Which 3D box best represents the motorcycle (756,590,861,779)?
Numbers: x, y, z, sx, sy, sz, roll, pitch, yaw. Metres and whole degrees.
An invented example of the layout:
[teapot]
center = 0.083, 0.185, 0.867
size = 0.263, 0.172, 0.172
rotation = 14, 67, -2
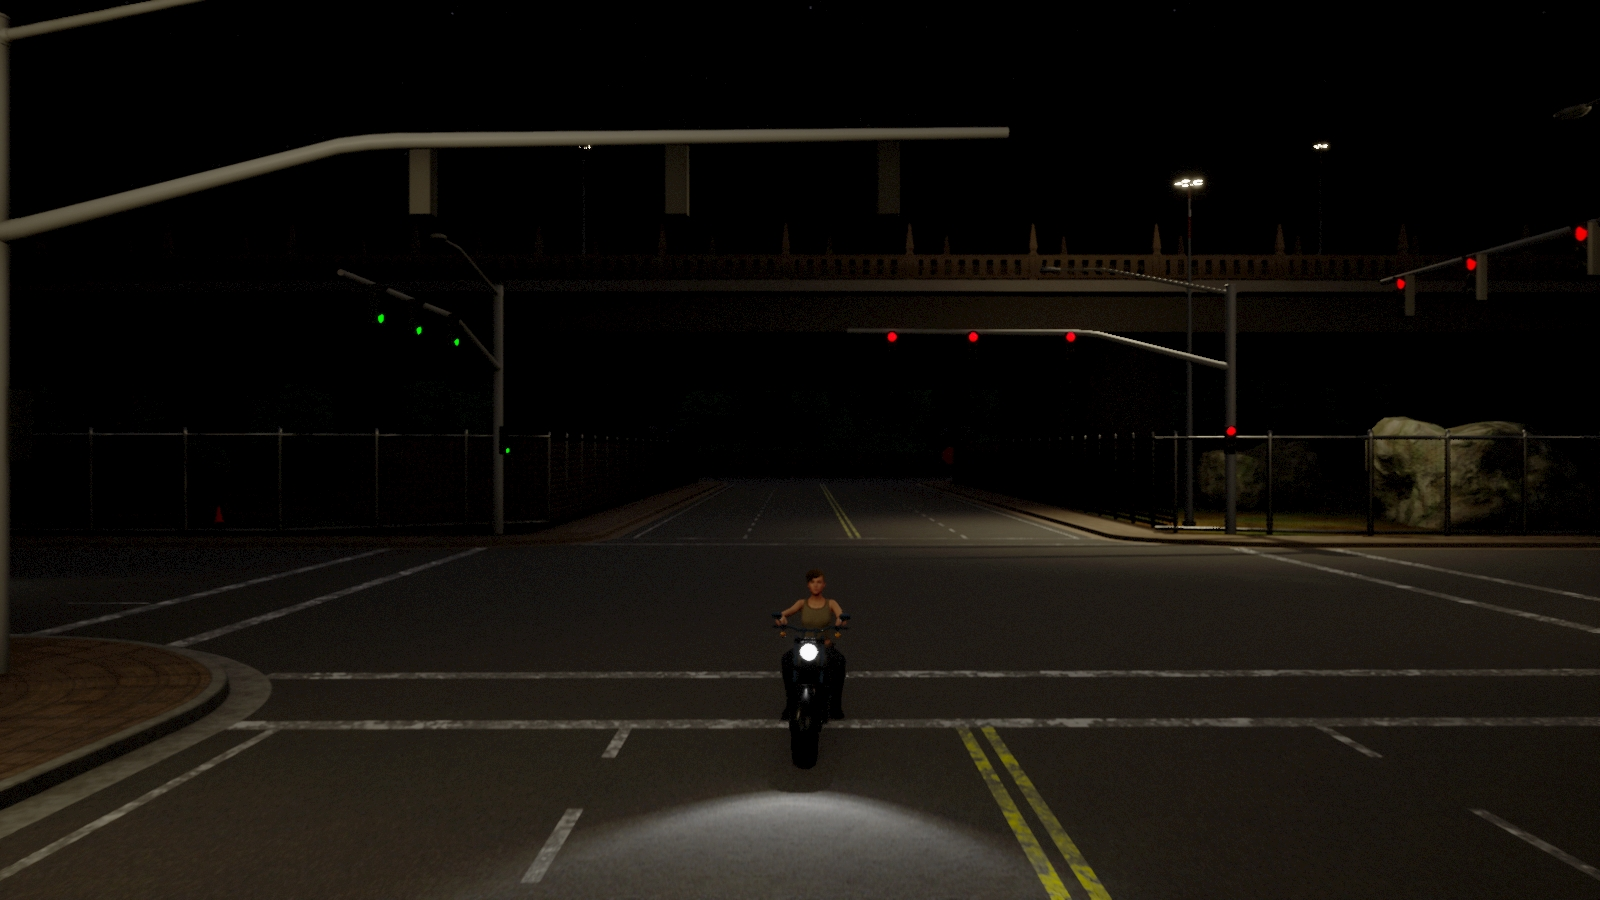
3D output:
[motorcycle]
center = 0.130, 2.146, 10.935
size = 0.764, 1.307, 2.356
rotation = 0, 0, 6
